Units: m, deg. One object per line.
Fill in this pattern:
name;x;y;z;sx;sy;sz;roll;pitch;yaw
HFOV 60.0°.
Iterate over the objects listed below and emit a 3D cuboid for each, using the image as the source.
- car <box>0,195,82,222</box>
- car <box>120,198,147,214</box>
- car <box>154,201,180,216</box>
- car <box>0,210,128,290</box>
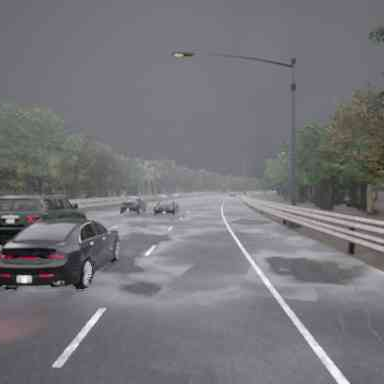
car;-6.604;1.153;14.952;2.150;2.045;5.566;0;0;2
car;-5.667;1.356;32.722;1.837;1.490;4.892;0;0;4
car;-2.274;1.463;31.159;1.895;1.301;4.718;0;0;4
car;-3.265;1.464;8.997;1.837;1.490;4.892;0;0;1
